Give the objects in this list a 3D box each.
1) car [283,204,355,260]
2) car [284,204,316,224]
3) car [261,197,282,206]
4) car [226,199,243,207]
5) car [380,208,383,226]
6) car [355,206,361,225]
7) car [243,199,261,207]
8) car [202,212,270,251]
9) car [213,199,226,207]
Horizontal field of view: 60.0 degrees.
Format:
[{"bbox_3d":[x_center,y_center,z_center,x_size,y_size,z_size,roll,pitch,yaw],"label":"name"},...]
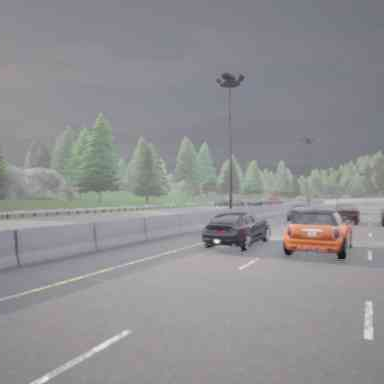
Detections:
[{"bbox_3d":[5.175,1.492,13.390,2.097,1.767,4.553,0,-1,29],"label":"car"},{"bbox_3d":[9.414,1.826,28.683,1.812,1.442,4.674,0,0,29],"label":"car"},{"bbox_3d":[15.070,1.871,61.544,2.150,2.045,5.566,0,-1,29],"label":"car"},{"bbox_3d":[8.911,2.195,64.849,1.837,1.490,4.892,0,-1,29],"label":"car"},{"bbox_3d":[15.352,1.605,24.954,2.097,1.767,4.553,0,-1,29],"label":"car"},{"bbox_3d":[12.657,1.760,27.317,1.882,1.535,5.008,0,0,29],"label":"car"},{"bbox_3d":[11.996,2.149,63.211,1.882,1.535,5.008,0,-1,29],"label":"car"},{"bbox_3d":[2.127,1.670,15.110,1.837,1.490,4.892,0,0,29],"label":"car"},{"bbox_3d":[5.823,2.215,66.479,1.837,1.490,4.892,0,-1,29],"label":"car"}]
